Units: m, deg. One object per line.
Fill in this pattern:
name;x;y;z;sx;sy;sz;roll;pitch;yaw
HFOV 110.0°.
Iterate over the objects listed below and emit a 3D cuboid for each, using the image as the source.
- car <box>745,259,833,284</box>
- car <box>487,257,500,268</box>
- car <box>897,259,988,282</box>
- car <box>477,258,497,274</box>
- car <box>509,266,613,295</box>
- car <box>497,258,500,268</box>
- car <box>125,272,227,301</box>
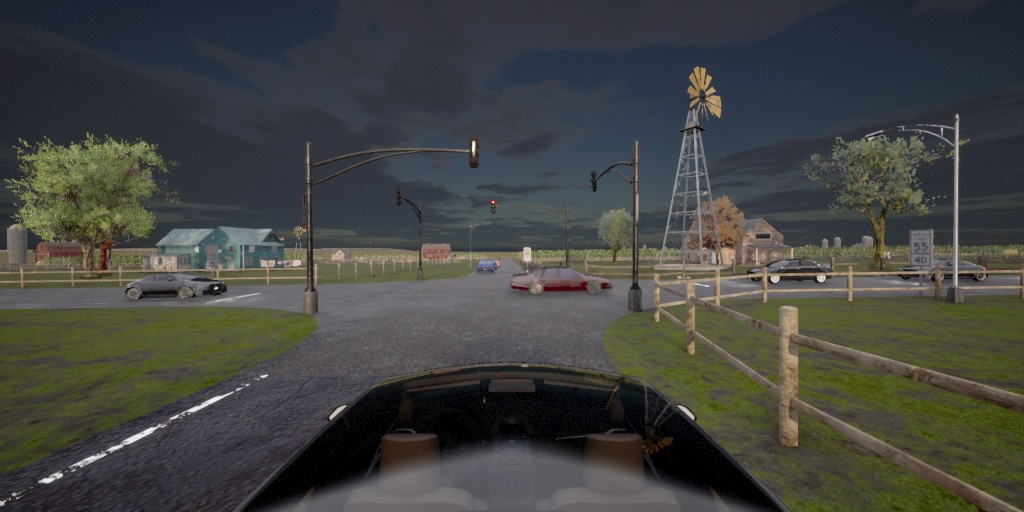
car;17.686;0.957;23.003;4.892;1.490;1.837;-1;1;0
car;-3.164;1.099;61.940;2.097;1.767;4.553;0;0;0
car;27.545;0.886;23.045;4.181;1.385;1.994;-1;1;0
car;-3.047;1.222;42.003;1.882;1.535;5.008;0;0;-1
car;2.534;1.272;19.232;5.357;1.411;2.033;-1;1;0
car;-3.117;1.293;51.907;2.033;1.411;5.357;0;0;-1
car;-17.855;1.564;19.161;4.181;1.385;1.994;-1;1;-1
